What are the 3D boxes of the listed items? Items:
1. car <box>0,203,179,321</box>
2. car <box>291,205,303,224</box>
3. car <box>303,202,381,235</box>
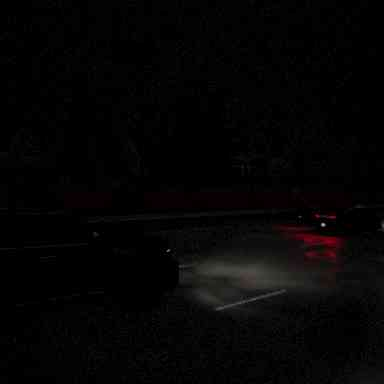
[{"bbox_3d":[-2.927,1.220,5.963,5.566,2.045,2.150,0,0,-36],"label":"car"},{"bbox_3d":[9.091,1.478,23.317,5.008,1.535,1.882,0,0,-36],"label":"car"},{"bbox_3d":[8.807,1.491,18.785,4.902,1.511,2.128,0,0,-36],"label":"car"}]
